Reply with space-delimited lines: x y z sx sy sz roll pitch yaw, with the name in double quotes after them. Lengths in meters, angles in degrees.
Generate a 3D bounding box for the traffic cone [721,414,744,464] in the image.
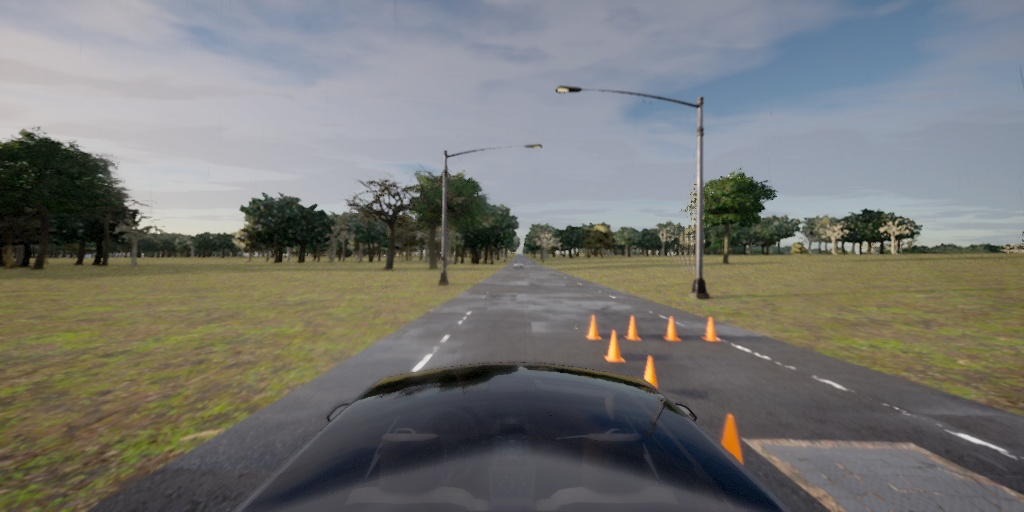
1.993 1.748 3.275 0.340 0.580 0.340 0 0 1 "traffic cone"

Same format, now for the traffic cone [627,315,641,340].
3.106 1.827 9.255 0.340 0.580 0.340 0 0 1 "traffic cone"

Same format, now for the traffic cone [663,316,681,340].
4.105 1.840 9.236 0.340 0.580 0.340 0 0 1 "traffic cone"

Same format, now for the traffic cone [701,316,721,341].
5.105 1.853 9.217 0.340 0.580 0.340 0 0 1 "traffic cone"

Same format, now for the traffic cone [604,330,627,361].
2.068 1.793 7.274 0.340 0.580 0.340 0 0 1 "traffic cone"

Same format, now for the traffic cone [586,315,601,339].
2.106 1.814 9.274 0.340 0.580 0.340 0 0 1 "traffic cone"

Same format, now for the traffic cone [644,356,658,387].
2.031 1.771 5.275 0.340 0.580 0.340 0 0 1 "traffic cone"
